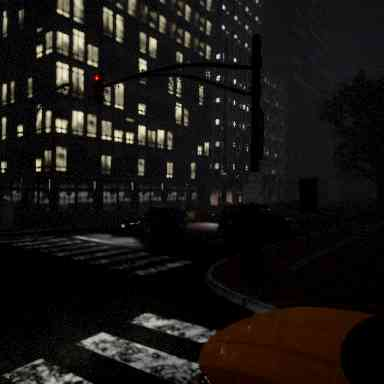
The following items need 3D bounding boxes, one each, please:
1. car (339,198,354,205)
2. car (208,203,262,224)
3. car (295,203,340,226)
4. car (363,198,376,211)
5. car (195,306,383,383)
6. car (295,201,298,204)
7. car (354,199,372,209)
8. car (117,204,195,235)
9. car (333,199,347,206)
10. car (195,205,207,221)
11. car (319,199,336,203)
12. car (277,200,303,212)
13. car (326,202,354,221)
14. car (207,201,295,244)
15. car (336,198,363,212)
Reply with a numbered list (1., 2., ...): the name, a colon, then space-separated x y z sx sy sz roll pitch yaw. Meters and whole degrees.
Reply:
1. car: 33.408 2.128 71.999 2.008 1.369 4.403 1 0 37
2. car: 3.669 1.715 27.516 2.033 1.411 5.357 1 0 37
3. car: 10.030 1.827 26.384 1.752 1.417 4.829 1 0 37
4. car: 26.724 1.860 48.905 2.192 1.841 5.009 1 0 37
5. car: 2.305 1.481 2.038 5.008 1.535 1.882 0 0 36
6. car: 9.613 1.761 35.520 1.837 1.490 4.892 1 0 37
7. car: 28.903 2.035 56.186 1.882 1.535 5.008 1 0 37
8. car: -2.202 1.583 19.655 1.837 1.490 4.892 1 0 38
9. car: 30.051 2.112 67.470 1.802 1.307 4.206 1 0 37
10. car: -0.264 1.616 26.567 1.752 1.417 4.829 1 0 37
11. car: 23.236 1.959 58.274 1.752 1.417 4.829 1 0 37
12. car: 13.266 1.857 44.822 1.947 1.339 4.313 1 0 37
13. car: 13.287 1.932 30.779 1.802 1.307 4.206 1 0 37
14. car: 3.215 1.514 17.185 2.192 1.841 5.009 1 0 37
15. car: 22.776 1.948 47.917 1.882 1.535 5.008 1 0 37
